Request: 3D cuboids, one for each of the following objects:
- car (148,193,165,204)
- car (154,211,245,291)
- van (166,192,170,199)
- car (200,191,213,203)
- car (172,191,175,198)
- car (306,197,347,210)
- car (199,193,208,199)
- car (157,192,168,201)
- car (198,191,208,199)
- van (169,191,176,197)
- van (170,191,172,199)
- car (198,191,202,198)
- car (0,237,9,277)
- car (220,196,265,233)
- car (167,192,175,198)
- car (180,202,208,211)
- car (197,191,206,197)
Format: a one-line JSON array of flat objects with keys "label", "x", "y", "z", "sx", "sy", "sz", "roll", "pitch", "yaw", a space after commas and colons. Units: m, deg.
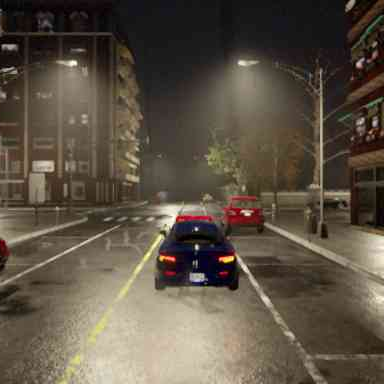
[{"label": "car", "x": -5.678, "y": 1.170, "z": 51.119, "sx": 1.802, "sy": 1.307, "sz": 4.206, "roll": 1, "pitch": 0, "yaw": 0}, {"label": "car", "x": 0.101, "y": 1.453, "z": 8.691, "sx": 1.812, "sy": 1.442, "sz": 4.674, "roll": 0, "pitch": 0, "yaw": 0}, {"label": "van", "x": -5.674, "y": 0.843, "z": 62.193, "sx": 1.690, "sy": 1.788, "sz": 3.998, "roll": 1, "pitch": 0, "yaw": 0}, {"label": "car", "x": 2.702, "y": 1.069, "z": 56.821, "sx": 1.752, "sy": 1.417, "sz": 4.829, "roll": 1, "pitch": 0, "yaw": 0}, {"label": "car", "x": -5.678, "y": 0.926, "z": 78.811, "sx": 2.008, "sy": 1.369, "sz": 4.403, "roll": 1, "pitch": 0, "yaw": 0}, {"label": "car", "x": 15.212, "y": 1.282, "z": 37.654, "sx": 4.313, "sy": 1.339, "sz": 1.947, "roll": 0, "pitch": 0, "yaw": 1}, {"label": "car", "x": 2.701, "y": 0.941, "z": 78.803, "sx": 1.947, "sy": 1.339, "sz": 4.313, "roll": 1, "pitch": 0, "yaw": 0}, {"label": "car", "x": -5.679, "y": 1.126, "z": 56.656, "sx": 1.802, "sy": 1.307, "sz": 4.206, "roll": 1, "pitch": 0, "yaw": 0}, {"label": "car", "x": 2.705, "y": 0.649, "z": 84.339, "sx": 2.192, "sy": 1.841, "sz": 5.009, "roll": 1, "pitch": 0, "yaw": 0}, {"label": "van", "x": -5.675, "y": 0.593, "z": 95.424, "sx": 1.690, "sy": 1.788, "sz": 3.998, "roll": 1, "pitch": 0, "yaw": 0}, {"label": "van", "x": -5.674, "y": 0.800, "z": 67.732, "sx": 1.690, "sy": 1.788, "sz": 3.998, "roll": 1, "pitch": 0, "yaw": 0}, {"label": "car", "x": 2.702, "y": 0.968, "z": 73.264, "sx": 2.008, "sy": 1.369, "sz": 4.403, "roll": 1, "pitch": 0, "yaw": 0}, {"label": "car", "x": -5.644, "y": 1.521, "z": 7.193, "sx": 1.802, "sy": 1.307, "sz": 4.206, "roll": 1, "pitch": 0, "yaw": 0}, {"label": "car", "x": 2.707, "y": 1.161, "z": 18.620, "sx": 2.192, "sy": 1.841, "sz": 5.009, "roll": 1, "pitch": 0, "yaw": 0}, {"label": "car", "x": -5.679, "y": 0.843, "z": 89.888, "sx": 2.008, "sy": 1.369, "sz": 4.403, "roll": 1, "pitch": 0, "yaw": 0}, {"label": "car", "x": 0.100, "y": 1.448, "z": 18.435, "sx": 1.895, "sy": 1.301, "sz": 4.718, "roll": 0, "pitch": 0, "yaw": 0}, {"label": "car", "x": 2.705, "y": 0.567, "z": 95.414, "sx": 2.192, "sy": 1.841, "sz": 5.009, "roll": 1, "pitch": 0, "yaw": 0}]
